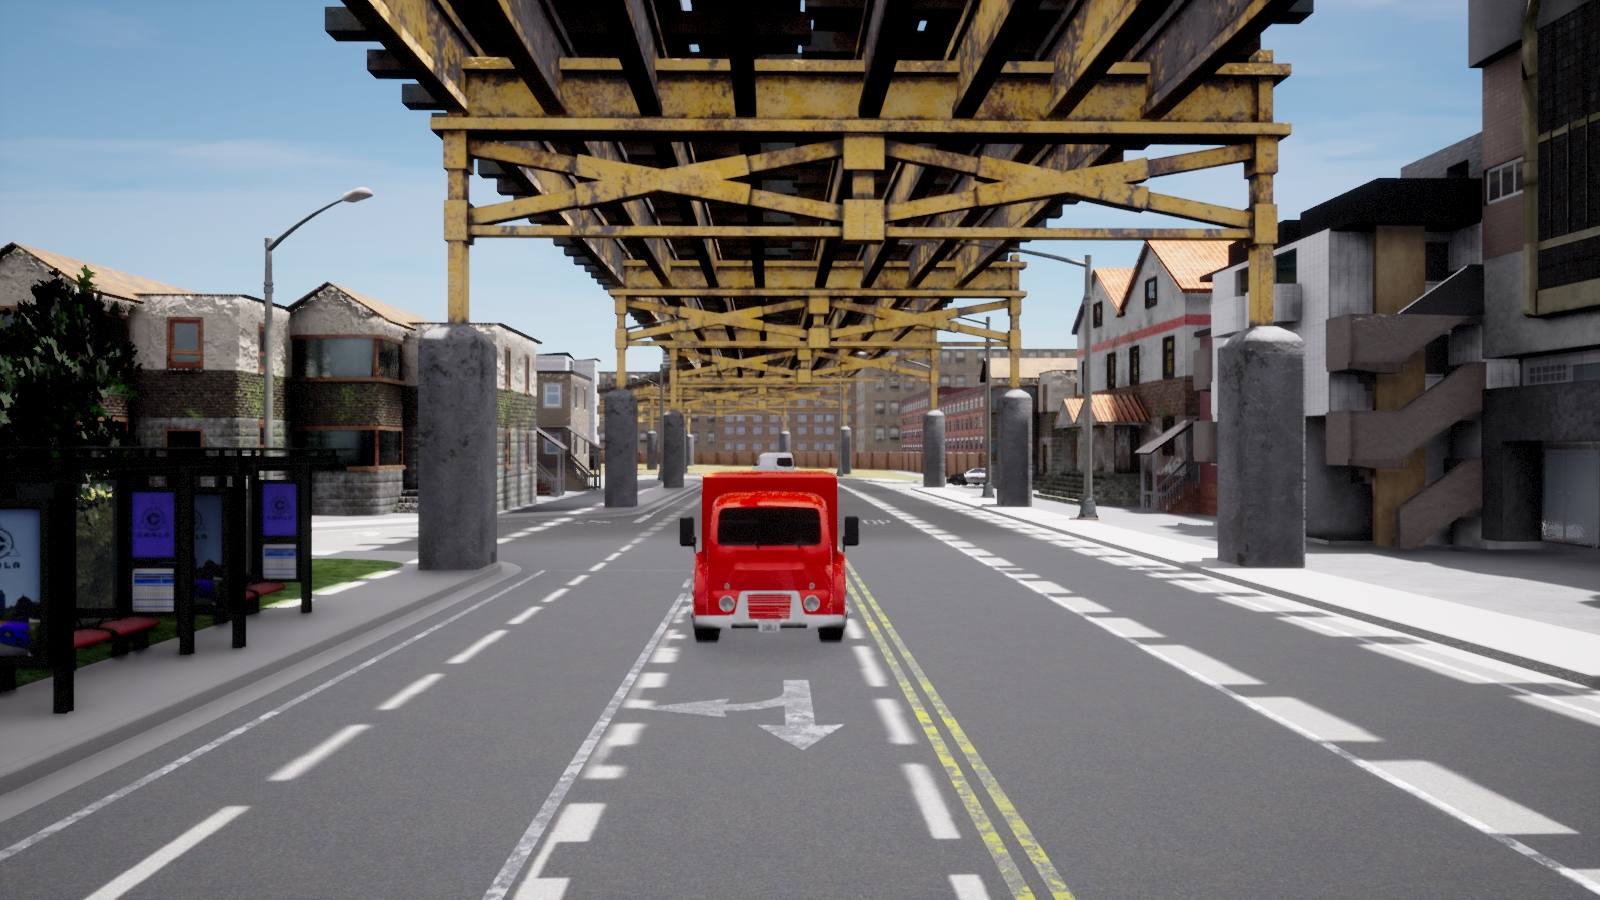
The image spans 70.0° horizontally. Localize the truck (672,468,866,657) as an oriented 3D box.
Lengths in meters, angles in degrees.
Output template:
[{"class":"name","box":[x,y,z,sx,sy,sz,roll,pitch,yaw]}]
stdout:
[{"class":"truck","box":[-0.478,1.568,18.089,2.627,2.467,5.204,0,0,-1]}]
